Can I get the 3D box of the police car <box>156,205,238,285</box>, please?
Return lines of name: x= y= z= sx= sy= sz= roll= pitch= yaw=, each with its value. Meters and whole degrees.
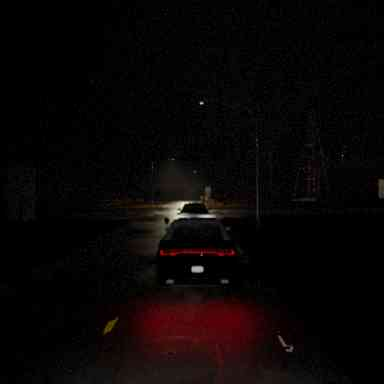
police car: x=0.120 y=1.391 z=9.515 sx=1.930 sy=1.638 sz=5.238 roll=0 pitch=0 yaw=0

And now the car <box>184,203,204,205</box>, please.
car: x=0.138 y=1.448 z=21.211 sx=1.837 sy=1.490 sz=4.892 roll=0 pitch=0 yaw=0
